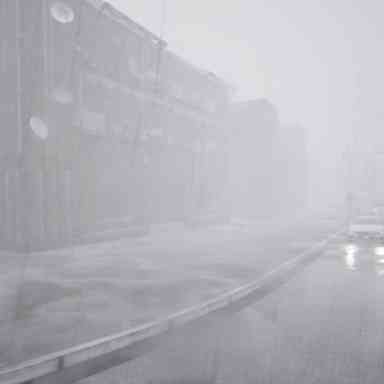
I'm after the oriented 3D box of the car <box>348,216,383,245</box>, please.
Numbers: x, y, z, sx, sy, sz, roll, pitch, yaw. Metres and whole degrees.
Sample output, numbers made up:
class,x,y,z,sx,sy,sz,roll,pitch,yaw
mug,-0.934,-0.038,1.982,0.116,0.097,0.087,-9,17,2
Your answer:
class,x,y,z,sx,sy,sz,roll,pitch,yaw
car,10.192,2.120,19.266,1.812,1.442,4.674,-1,-2,30

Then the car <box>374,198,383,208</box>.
class,x,y,z,sx,sy,sz,roll,pitch,yaw
car,30.701,1.764,54.059,1.812,1.442,4.674,-1,1,31
